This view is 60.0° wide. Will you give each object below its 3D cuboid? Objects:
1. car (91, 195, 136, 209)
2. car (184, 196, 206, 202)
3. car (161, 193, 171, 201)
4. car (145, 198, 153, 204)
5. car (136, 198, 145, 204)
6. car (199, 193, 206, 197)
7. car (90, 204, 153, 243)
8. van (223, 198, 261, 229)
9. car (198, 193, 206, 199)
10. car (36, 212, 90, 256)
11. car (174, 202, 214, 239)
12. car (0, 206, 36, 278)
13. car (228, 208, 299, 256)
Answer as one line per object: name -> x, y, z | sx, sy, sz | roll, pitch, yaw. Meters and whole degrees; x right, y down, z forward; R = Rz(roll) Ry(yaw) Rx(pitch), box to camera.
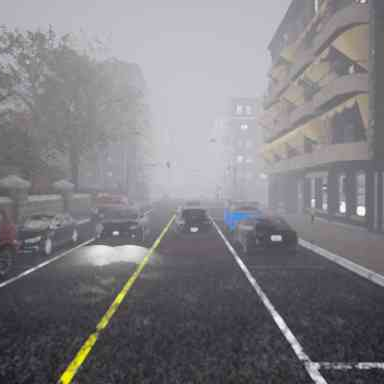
car -> -5.696, 1.180, 23.720 | 2.192, 1.841, 5.009 | 0, 0, 0
car -> 0.096, 1.382, 32.148 | 1.994, 1.385, 4.181 | 0, 0, 0
car -> -5.700, 1.037, 72.737 | 1.967, 1.590, 4.097 | 0, 0, 0
car -> -5.696, 1.355, 40.327 | 1.802, 1.307, 4.206 | 0, 0, 0
car -> -5.695, 1.400, 29.257 | 1.947, 1.339, 4.313 | 0, 0, 0
car -> 2.680, 1.087, 84.010 | 2.008, 1.369, 4.403 | 0, 0, 0
car -> -3.102, 1.474, 15.553 | 1.994, 1.385, 4.181 | 0, 0, 0
van -> 2.684, 1.237, 18.187 | 1.690, 1.788, 3.998 | 0, 0, 0
car -> 2.680, 1.051, 89.648 | 1.887, 1.381, 4.507 | 0, 0, 0
car -> -5.694, 1.477, 12.651 | 2.008, 1.369, 4.403 | 0, 0, 0
car -> 0.098, 1.430, 16.571 | 1.812, 1.442, 4.674 | 0, 0, 0
car -> -5.695, 1.273, 7.115 | 2.192, 1.841, 5.009 | 0, 0, 0
car -> 2.686, 1.493, 12.653 | 1.947, 1.339, 4.313 | 0, 0, 0
